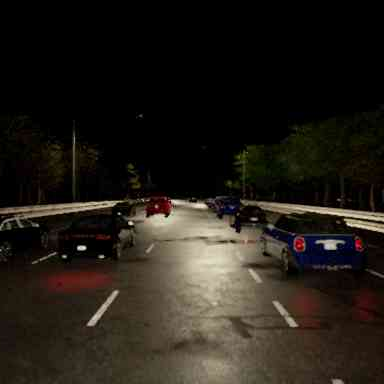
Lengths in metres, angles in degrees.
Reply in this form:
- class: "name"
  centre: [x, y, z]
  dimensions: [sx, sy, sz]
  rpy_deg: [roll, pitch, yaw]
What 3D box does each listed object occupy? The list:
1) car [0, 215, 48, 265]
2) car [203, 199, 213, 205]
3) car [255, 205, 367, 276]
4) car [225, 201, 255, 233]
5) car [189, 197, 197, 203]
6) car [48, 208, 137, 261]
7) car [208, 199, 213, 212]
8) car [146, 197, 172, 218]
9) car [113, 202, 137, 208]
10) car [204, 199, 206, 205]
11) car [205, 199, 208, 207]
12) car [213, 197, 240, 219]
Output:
- class: "car"
  centre: [-6.899, 1.597, 12.132]
  dimensions: [2.128, 1.511, 4.902]
  rpy_deg: [0, 0, 0]
- class: "car"
  centre: [3.712, 2.241, 76.032]
  dimensions: [2.033, 1.411, 5.357]
  rpy_deg: [0, -1, 0]
- class: "car"
  centre: [3.603, 1.445, 10.770]
  dimensions: [2.097, 1.767, 4.553]
  rpy_deg: [0, 0, 0]
- class: "car"
  centre: [3.510, 1.617, 21.074]
  dimensions: [2.033, 1.649, 4.856]
  rpy_deg: [0, -1, 0]
- class: "car"
  centre: [0.248, 2.169, 84.325]
  dimensions: [1.994, 1.385, 4.181]
  rpy_deg: [0, -1, 0]
- class: "car"
  centre: [-3.399, 1.588, 12.724]
  dimensions: [1.882, 1.535, 5.008]
  rpy_deg: [0, 0, 0]
- class: "car"
  centre: [3.566, 1.881, 43.046]
  dimensions: [2.128, 1.511, 4.902]
  rpy_deg: [0, -1, 0]
- class: "car"
  centre: [-3.364, 1.532, 34.320]
  dimensions: [2.150, 2.045, 5.566]
  rpy_deg: [0, 0, 0]
- class: "car"
  centre: [-6.864, 1.811, 33.852]
  dimensions: [1.837, 1.490, 4.892]
  rpy_deg: [0, 0, 0]
- class: "car"
  centre: [3.662, 2.085, 65.034]
  dimensions: [2.128, 1.511, 4.902]
  rpy_deg: [0, -1, 0]
- class: "car"
  centre: [3.612, 2.055, 54.033]
  dimensions: [1.994, 1.385, 4.181]
  rpy_deg: [0, -1, 0]
- class: "car"
  centre: [3.532, 1.509, 32.091]
  dimensions: [2.150, 2.045, 5.566]
  rpy_deg: [0, -1, 0]
